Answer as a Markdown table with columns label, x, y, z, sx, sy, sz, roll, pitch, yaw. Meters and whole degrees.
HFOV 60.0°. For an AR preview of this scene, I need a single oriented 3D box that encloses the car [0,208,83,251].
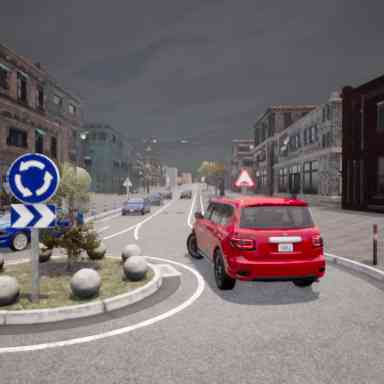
| label | x | y | z | sx | sy | sz | roll | pitch | yaw |
| --- | --- | --- | --- | --- | --- | --- | --- | --- | --- |
| car | -6.548 | 1.344 | 13.749 | 1.882 | 1.535 | 5.008 | 0 | 1 | 17 |

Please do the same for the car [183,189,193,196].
| label | x | y | z | sx | sy | sz | roll | pitch | yaw |
| --- | --- | --- | --- | --- | --- | --- | --- | --- | --- |
| car | -0.824 | 0.135 | 70.434 | 1.812 | 1.442 | 4.674 | 0 | 1 | 1 |

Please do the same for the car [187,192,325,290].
| label | x | y | z | sx | sy | sz | roll | pitch | yaw |
| --- | --- | --- | --- | --- | --- | --- | --- | --- | --- |
| car | 1.397 | 1.141 | 9.103 | 2.150 | 2.045 | 5.566 | 0 | 1 | -9 |

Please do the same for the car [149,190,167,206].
| label | x | y | z | sx | sy | sz | roll | pitch | yaw |
| --- | --- | --- | --- | --- | --- | --- | --- | --- | --- |
| car | -4.494 | 0.854 | 39.738 | 1.837 | 1.490 | 4.892 | 0 | 2 | 1 |

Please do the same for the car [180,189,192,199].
| label | x | y | z | sx | sy | sz | roll | pitch | yaw |
| --- | --- | --- | --- | --- | --- | --- | --- | --- | --- |
| car | -0.993 | 0.405 | 56.740 | 2.033 | 1.411 | 5.357 | 0 | 1 | 2 |

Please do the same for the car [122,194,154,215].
| label | x | y | z | sx | sy | sz | roll | pitch | yaw |
| --- | --- | --- | --- | --- | --- | --- | --- | --- | --- |
| car | -4.733 | 1.162 | 28.722 | 1.812 | 1.442 | 4.674 | 0 | 1 | 1 |

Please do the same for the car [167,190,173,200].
| label | x | y | z | sx | sy | sz | roll | pitch | yaw |
| --- | --- | --- | --- | --- | --- | --- | --- | --- | --- |
| car | -4.200 | 0.409 | 53.338 | 1.882 | 1.535 | 5.008 | 0 | 2 | 1 |
